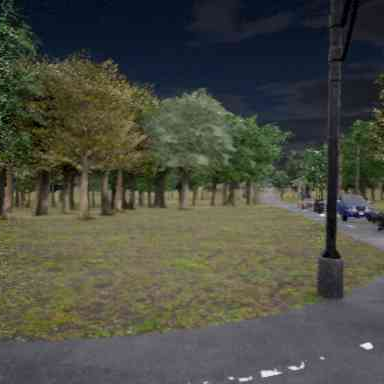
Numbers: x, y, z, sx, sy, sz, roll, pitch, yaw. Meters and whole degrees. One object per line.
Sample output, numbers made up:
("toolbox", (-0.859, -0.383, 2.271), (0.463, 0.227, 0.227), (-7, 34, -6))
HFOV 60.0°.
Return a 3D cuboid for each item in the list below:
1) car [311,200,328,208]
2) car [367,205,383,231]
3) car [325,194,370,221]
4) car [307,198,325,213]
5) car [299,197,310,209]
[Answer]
("car", (21.758, 2.073, 56.923), (1.895, 1.301, 4.718), (1, -1, 10))
("car", (11.071, 1.562, 17.295), (1.895, 1.301, 4.718), (1, 0, 10))
("car", (12.828, 1.229, 27.003), (2.150, 2.045, 5.566), (1, 0, 10))
("car", (14.689, 1.621, 37.106), (2.033, 1.411, 5.357), (1, 0, 10))
("car", (16.492, 1.552, 47.242), (2.097, 1.767, 4.553), (1, -1, 10))
